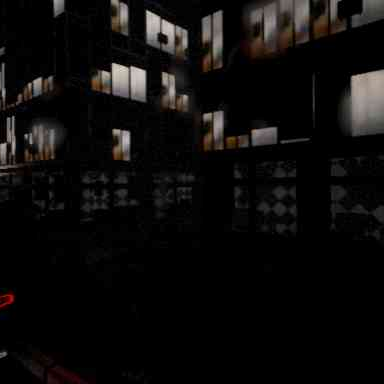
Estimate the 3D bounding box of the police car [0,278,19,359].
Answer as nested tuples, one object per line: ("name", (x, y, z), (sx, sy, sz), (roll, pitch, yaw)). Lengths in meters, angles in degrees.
("police car", (-4.497, 1.463, 5.093), (5.238, 1.638, 1.930), (-1, 1, 41))
